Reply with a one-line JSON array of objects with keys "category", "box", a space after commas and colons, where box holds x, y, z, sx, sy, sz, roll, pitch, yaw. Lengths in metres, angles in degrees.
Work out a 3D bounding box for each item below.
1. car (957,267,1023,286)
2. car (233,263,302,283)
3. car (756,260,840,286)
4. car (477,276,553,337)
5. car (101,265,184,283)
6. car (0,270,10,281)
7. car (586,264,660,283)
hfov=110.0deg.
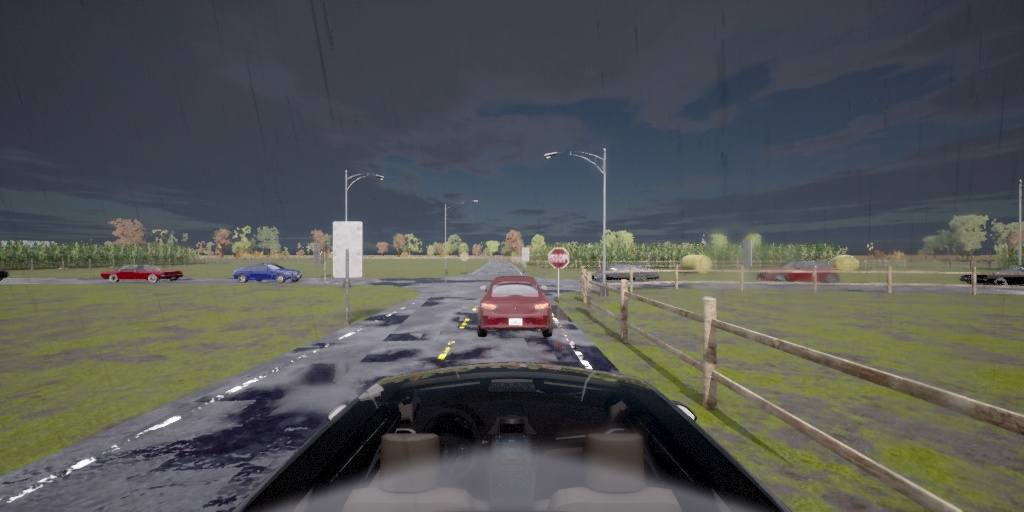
[{"category": "car", "box": [31.861, 1.367, 22.630, 4.718, 1.301, 1.895, 0, 0, 14]}, {"category": "car", "box": [-18.291, 1.263, 26.878, 4.674, 1.442, 1.812, 0, 0, 3]}, {"category": "car", "box": [19.933, 1.104, 25.208, 4.553, 1.767, 2.097, 0, 0, 11]}, {"category": "car", "box": [0.058, 1.274, 10.147, 1.812, 1.442, 4.674, 0, 0, -1]}, {"category": "car", "box": [-27.889, 1.335, 27.189, 4.718, 1.301, 1.895, 0, 0, 0]}, {"category": "car", "box": [-41.377, 1.330, 27.071, 4.718, 1.301, 1.895, 0, 0, -2]}, {"category": "car", "box": [8.260, 1.286, 27.235, 5.357, 1.411, 2.033, 0, 0, 9]}]
